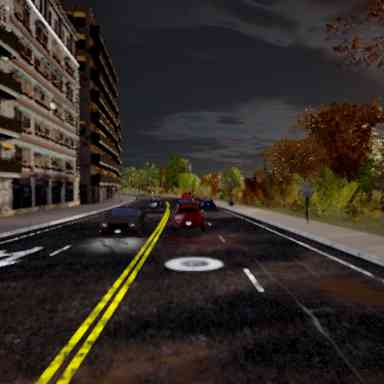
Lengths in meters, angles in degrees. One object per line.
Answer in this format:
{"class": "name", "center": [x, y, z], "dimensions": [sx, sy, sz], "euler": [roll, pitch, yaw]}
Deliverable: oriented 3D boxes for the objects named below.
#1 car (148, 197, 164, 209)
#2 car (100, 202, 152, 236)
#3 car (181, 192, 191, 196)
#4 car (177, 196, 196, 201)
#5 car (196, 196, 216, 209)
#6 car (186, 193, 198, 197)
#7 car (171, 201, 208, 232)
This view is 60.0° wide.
{"class": "car", "center": [-4.778, 1.411, 44.168], "dimensions": [2.128, 1.511, 4.902], "euler": [0, 0, -3]}
{"class": "car", "center": [-3.650, 1.517, 18.704], "dimensions": [2.033, 1.411, 5.357], "euler": [0, 0, -2]}
{"class": "car", "center": [-1.217, 1.055, 77.309], "dimensions": [2.150, 2.045, 5.566], "euler": [0, 0, -7]}
{"class": "car", "center": [-1.057, 1.475, 38.534], "dimensions": [2.033, 1.411, 5.357], "euler": [0, 0, -3]}
{"class": "car", "center": [1.893, 1.479, 43.347], "dimensions": [1.994, 1.385, 4.181], "euler": [0, 0, -3]}
{"class": "car", "center": [0.545, 1.367, 60.835], "dimensions": [2.128, 1.511, 4.902], "euler": [0, 0, -5]}
{"class": "car", "center": [-0.249, 1.491, 19.898], "dimensions": [1.812, 1.442, 4.674], "euler": [0, 0, -2]}
